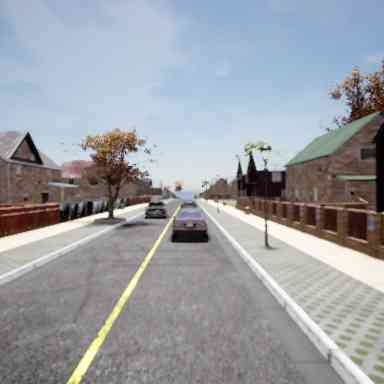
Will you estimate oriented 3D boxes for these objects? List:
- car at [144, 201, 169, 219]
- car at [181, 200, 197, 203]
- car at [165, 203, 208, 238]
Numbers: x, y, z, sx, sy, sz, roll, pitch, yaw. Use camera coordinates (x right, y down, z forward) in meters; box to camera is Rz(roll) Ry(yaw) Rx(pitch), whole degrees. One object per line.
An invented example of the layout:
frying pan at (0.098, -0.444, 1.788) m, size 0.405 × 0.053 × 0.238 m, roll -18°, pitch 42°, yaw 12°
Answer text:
car at (-3.084, 1.544, 29.524) m, size 1.837 × 1.490 × 4.892 m, roll 0°, pitch 0°, yaw -1°
car at (-0.353, 1.596, 39.165) m, size 1.994 × 1.385 × 4.181 m, roll 0°, pitch 0°, yaw -1°
car at (-0.115, 1.560, 17.822) m, size 2.033 × 1.411 × 5.357 m, roll 0°, pitch 0°, yaw -1°
